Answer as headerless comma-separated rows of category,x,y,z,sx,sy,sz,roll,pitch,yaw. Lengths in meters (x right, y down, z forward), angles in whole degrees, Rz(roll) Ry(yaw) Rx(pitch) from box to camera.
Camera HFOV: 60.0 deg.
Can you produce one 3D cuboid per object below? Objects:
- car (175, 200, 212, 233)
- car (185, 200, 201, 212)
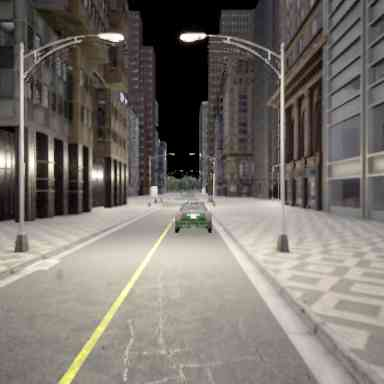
car,0.086,1.380,20.140,2.097,1.767,4.553,0,0,0
car,0.082,1.647,40.865,1.895,1.301,4.718,0,0,0
